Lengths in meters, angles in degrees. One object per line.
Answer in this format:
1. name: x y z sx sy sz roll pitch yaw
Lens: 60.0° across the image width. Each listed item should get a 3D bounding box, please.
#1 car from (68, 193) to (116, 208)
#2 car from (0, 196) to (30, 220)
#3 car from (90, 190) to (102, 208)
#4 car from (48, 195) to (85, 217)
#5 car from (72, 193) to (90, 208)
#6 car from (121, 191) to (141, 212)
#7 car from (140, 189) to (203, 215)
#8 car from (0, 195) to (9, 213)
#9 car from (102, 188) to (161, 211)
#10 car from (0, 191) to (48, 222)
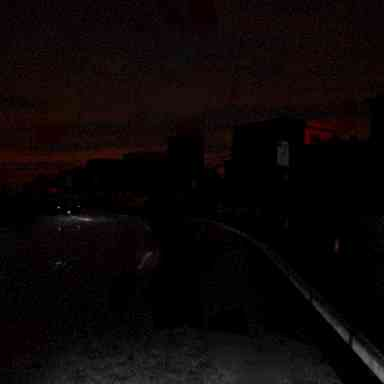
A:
1. car: -12.200 1.000 40.755 5.366 1.575 1.946 -1 0 -37
2. car: -13.957 1.115 22.621 4.892 1.521 2.231 -1 1 -38
3. car: -10.597 0.849 38.308 4.553 1.767 2.185 -1 0 -38
4. car: -10.359 1.161 26.152 1.895 1.301 4.718 -1 1 -38
5. car: -12.821 1.018 34.963 1.882 1.535 5.008 -1 0 -37
6. car: -3.164 0.941 28.702 5.008 1.535 2.097 -1 1 -38
7. car: -1.327 0.823 26.285 4.553 1.767 2.185 -1 1 -38
8. car: -19.299 1.137 29.247 5.366 1.575 1.946 -1 0 -38
9. car: -4.973 0.683 30.991 5.566 2.045 2.435 -1 1 -38
10. car: -12.307 0.868 20.522 5.566 2.045 2.435 -1 1 -38
